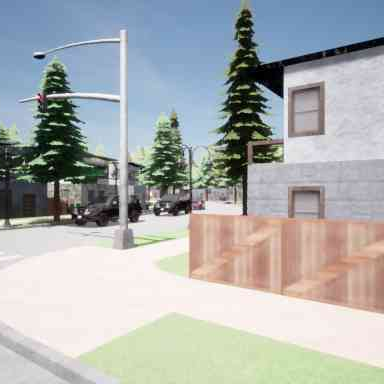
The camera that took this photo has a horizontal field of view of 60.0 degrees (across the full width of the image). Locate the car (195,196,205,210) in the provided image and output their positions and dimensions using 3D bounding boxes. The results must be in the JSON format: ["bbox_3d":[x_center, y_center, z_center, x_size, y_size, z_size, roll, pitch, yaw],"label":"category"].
[{"bbox_3d":[0.419,1.333,42.111,2.097,1.767,4.553,0,0,9],"label":"car"}]

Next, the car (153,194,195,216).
[{"bbox_3d":[-1.830,1.202,32.509,2.150,2.045,5.566,0,0,18],"label":"car"}]

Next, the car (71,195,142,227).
[{"bbox_3d":[-5.715,1.202,23.130,2.150,2.045,5.566,0,0,27],"label":"car"}]
